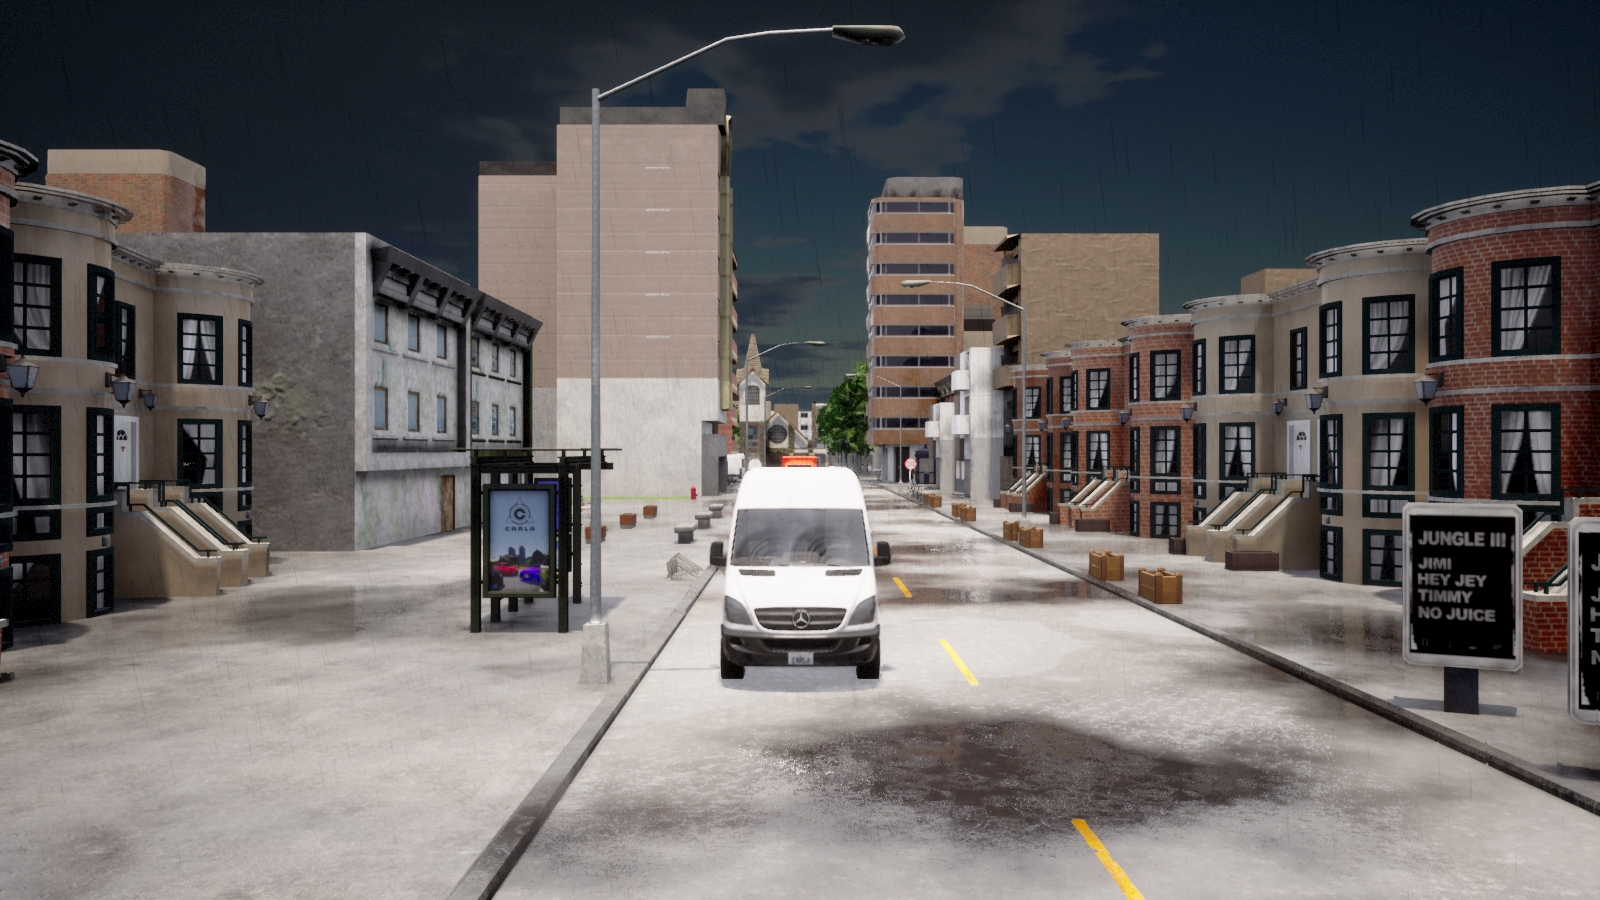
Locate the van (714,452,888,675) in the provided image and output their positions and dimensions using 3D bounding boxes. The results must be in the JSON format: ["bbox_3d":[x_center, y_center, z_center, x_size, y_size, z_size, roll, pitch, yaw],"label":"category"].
[{"bbox_3d":[0.008,1.323,16.065,1.988,2.561,5.915,0,0,0],"label":"van"}]

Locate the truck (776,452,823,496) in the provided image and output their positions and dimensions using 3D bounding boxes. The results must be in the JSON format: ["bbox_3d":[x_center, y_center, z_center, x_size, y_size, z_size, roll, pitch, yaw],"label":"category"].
[{"bbox_3d":[-0.036,1.373,67.521,2.627,2.467,5.204,0,0,0],"label":"truck"}]
